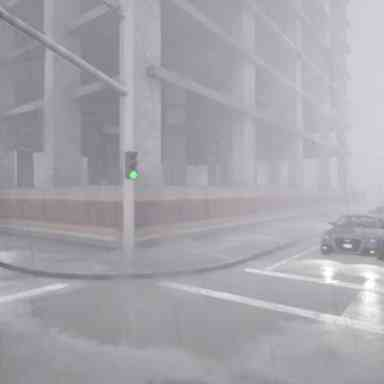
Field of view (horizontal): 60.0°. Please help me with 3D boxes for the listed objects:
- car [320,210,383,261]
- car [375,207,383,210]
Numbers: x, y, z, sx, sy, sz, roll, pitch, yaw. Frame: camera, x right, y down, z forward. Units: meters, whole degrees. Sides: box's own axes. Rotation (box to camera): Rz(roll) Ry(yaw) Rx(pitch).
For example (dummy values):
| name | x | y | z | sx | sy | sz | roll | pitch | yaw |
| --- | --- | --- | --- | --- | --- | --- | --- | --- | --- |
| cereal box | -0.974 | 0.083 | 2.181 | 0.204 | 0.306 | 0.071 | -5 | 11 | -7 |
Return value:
| name | x | y | z | sx | sy | sz | roll | pitch | yaw |
| --- | --- | --- | --- | --- | --- | --- | --- | --- | --- |
| car | 6.247 | 1.571 | 12.456 | 1.994 | 1.385 | 4.181 | 0 | 0 | 36 |
| car | 11.667 | 1.571 | 19.821 | 1.994 | 1.385 | 4.181 | 0 | 0 | 36 |
